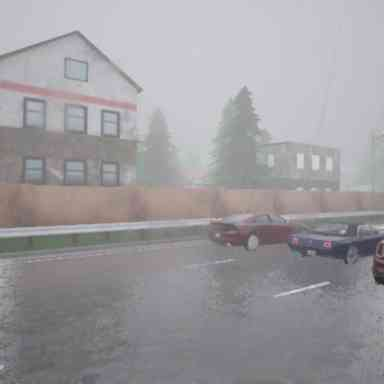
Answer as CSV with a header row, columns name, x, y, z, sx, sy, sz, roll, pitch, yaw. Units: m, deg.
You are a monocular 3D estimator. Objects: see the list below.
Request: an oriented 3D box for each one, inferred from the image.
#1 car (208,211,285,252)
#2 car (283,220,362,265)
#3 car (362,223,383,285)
name,x,y,z,sx,sy,sz,roll,pitch,yaw
car,2.998,1.577,14.484,5.008,1.535,1.882,1,-1,-35
car,5.698,1.707,12.111,4.718,1.301,1.895,1,0,-35
car,6.631,1.445,8.478,4.553,1.767,2.097,1,0,-35
